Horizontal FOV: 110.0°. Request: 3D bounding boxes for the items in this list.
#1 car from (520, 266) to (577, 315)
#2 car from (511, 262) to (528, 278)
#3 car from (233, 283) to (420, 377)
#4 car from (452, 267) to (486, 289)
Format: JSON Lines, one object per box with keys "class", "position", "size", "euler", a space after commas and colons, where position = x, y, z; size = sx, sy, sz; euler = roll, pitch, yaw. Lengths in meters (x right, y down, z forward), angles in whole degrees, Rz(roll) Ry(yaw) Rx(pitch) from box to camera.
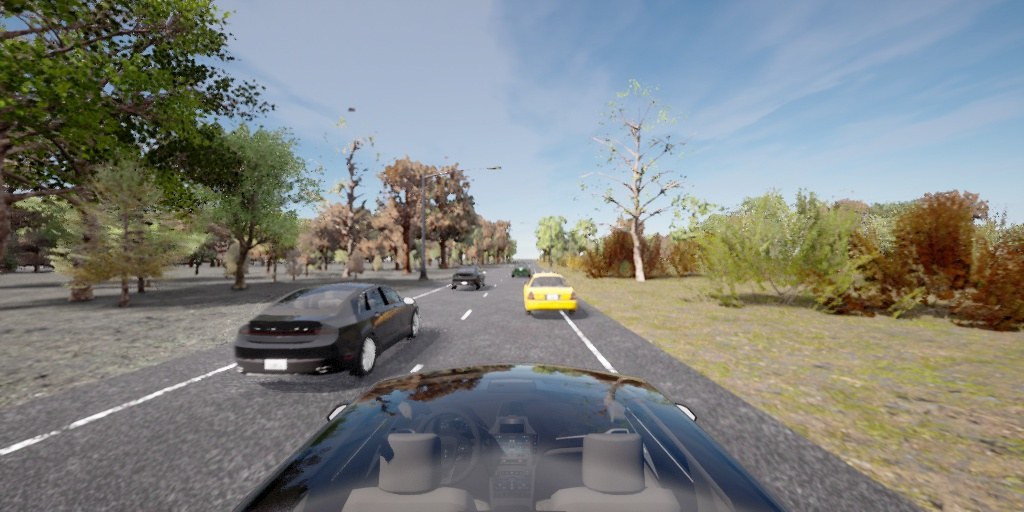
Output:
{"class": "car", "position": [1.361, 1.333, 14.192], "size": [1.801, 1.575, 5.366], "euler": [0, -1, 1]}
{"class": "car", "position": [1.058, 1.498, 40.513], "size": [2.097, 1.767, 4.553], "euler": [0, -1, 3]}
{"class": "car", "position": [-3.340, 1.315, 7.529], "size": [1.837, 1.490, 4.892], "euler": [0, 0, 1]}
{"class": "car", "position": [-2.982, 1.497, 25.324], "size": [1.837, 1.490, 4.892], "euler": [0, -1, 2]}
